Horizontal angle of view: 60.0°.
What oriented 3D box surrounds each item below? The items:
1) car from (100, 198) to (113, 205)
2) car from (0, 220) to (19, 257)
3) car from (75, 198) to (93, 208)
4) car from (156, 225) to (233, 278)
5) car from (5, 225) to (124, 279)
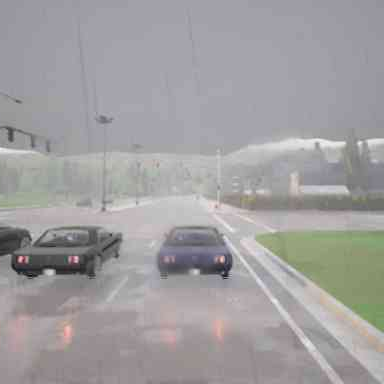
[{"bbox_3d":[-18.632,1.963,72.906,1.882,1.535,5.008,0,0,0],"label":"car"},{"bbox_3d":[-6.933,1.565,10.601,2.128,1.511,4.902,0,0,0],"label":"car"},{"bbox_3d":[-18.654,1.890,57.727,1.837,1.490,4.892,0,0,0],"label":"car"},{"bbox_3d":[0.068,1.669,10.282,1.895,1.301,4.718,0,0,0],"label":"car"},{"bbox_3d":[-3.434,1.670,10.256,1.895,1.301,4.718,0,0,0],"label":"car"}]
